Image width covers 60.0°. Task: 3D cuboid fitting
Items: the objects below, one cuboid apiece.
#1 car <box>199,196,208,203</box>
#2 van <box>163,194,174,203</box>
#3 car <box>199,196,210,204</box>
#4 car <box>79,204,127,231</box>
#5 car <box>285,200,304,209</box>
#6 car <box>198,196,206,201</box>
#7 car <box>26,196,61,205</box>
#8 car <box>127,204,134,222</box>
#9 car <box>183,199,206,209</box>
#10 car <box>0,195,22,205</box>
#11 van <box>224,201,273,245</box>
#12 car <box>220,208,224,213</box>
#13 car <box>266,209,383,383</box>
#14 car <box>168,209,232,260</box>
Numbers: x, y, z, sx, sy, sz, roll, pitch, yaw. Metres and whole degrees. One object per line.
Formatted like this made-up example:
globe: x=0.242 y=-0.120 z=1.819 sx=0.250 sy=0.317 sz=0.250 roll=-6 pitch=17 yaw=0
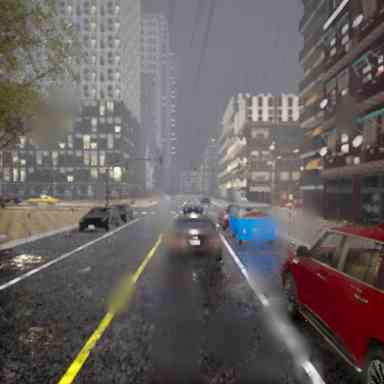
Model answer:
car: x=2.685 y=1.682 z=75.892 sx=1.887 sy=1.381 sz=4.507 roll=0 pitch=0 yaw=0
van: x=-5.696 y=1.478 z=75.891 sx=1.690 sy=1.788 sz=3.998 roll=0 pitch=0 yaw=0
car: x=2.686 y=1.683 z=65.925 sx=1.947 sy=1.339 sz=4.313 roll=0 pitch=0 yaw=0
car: x=-5.693 y=1.600 z=21.033 sx=1.947 sy=1.339 sz=4.313 roll=0 pitch=0 yaw=0
car: x=16.026 y=1.844 z=49.733 sx=4.097 sy=1.590 sz=1.967 roll=1 pitch=-1 yaw=-1
car: x=2.684 y=1.723 z=92.855 sx=2.008 sy=1.369 sz=4.403 roll=0 pitch=0 yaw=0
car: x=-22.033 y=1.210 z=49.389 sx=4.829 sy=1.417 sz=1.752 roll=1 pitch=-1 yaw=-1
car: x=-5.693 y=1.609 z=26.280 sx=1.947 sy=1.339 sz=4.313 roll=0 pitch=0 yaw=0
car: x=0.099 y=1.655 z=32.741 sx=1.895 sy=1.301 sz=4.718 roll=0 pitch=0 yaw=0
car: x=-27.479 y=1.149 z=49.239 sx=4.313 sy=1.339 sz=1.947 roll=1 pitch=-1 yaw=-1
van: x=2.687 y=1.366 z=15.485 sx=1.690 sy=1.788 sz=3.998 roll=0 pitch=0 yaw=0
car: x=2.687 y=1.474 z=21.035 sx=1.967 sy=1.590 sz=4.097 roll=0 pitch=0 yaw=0
car: x=2.688 y=1.322 z=4.382 sx=2.192 sy=1.841 sz=5.009 roll=0 pitch=0 yaw=0
car: x=0.099 y=1.567 z=12.459 sx=2.033 sy=1.411 sz=5.357 roll=0 pitch=0 yaw=0
